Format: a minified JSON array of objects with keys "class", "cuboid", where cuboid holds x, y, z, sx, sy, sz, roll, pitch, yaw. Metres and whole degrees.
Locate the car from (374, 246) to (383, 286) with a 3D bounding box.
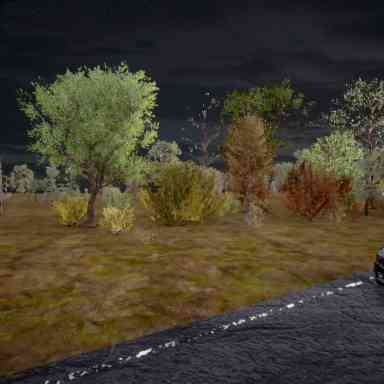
[{"class":"car","cuboid":[6.393,1.477,8.263,5.008,1.535,1.882,0,0,-38]}]
